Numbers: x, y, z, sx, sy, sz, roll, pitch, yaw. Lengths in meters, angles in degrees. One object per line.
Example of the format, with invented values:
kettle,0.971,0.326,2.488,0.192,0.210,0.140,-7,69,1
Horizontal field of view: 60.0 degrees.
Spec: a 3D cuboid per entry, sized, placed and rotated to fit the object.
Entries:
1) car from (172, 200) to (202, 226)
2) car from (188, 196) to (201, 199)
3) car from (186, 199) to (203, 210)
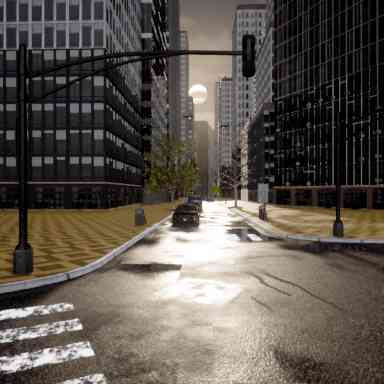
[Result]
car,-0.397,1.654,25.401,1.882,1.535,5.008,0,0,2
car,0.389,1.554,46.265,2.150,2.045,5.566,0,0,2
car,-0.011,1.777,35.613,1.812,1.442,4.674,0,0,2
